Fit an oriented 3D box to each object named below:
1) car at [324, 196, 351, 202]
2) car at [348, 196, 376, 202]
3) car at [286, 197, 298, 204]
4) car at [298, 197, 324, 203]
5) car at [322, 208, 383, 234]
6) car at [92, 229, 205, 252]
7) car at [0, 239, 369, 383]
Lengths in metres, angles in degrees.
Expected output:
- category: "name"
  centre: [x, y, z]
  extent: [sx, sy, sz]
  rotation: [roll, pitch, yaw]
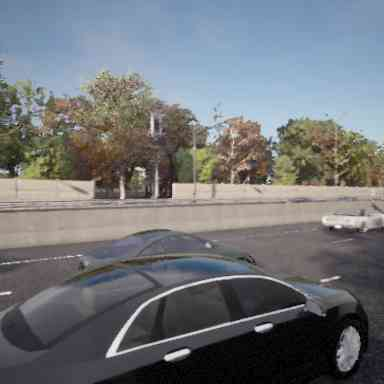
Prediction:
- category: "car"
  centre: [20.207, 1.345, 44.162]
  extent: [4.553, 1.767, 2.097]
  rotation: [0, 0, -35]
- category: "car"
  centre: [21.585, 1.557, 40.854]
  extent: [4.181, 1.385, 1.994]
  rotation: [0, 0, -35]
- category: "car"
  centre: [16.114, 1.486, 49.834]
  extent: [4.902, 1.511, 2.128]
  rotation: [0, 0, -35]
- category: "car"
  centre: [17.375, 1.594, 46.444]
  extent: [4.718, 1.301, 1.895]
  rotation: [0, 0, -35]
- category: "car"
  centre: [9.715, 1.588, 19.273]
  extent: [4.718, 1.301, 1.895]
  rotation: [0, 0, -36]
- category: "car"
  centre: [-0.441, 1.561, 7.729]
  extent: [4.181, 1.385, 1.994]
  rotation: [0, 0, -36]
- category: "car"
  centre: [0.149, 1.503, 3.859]
  extent: [4.892, 1.490, 1.837]
  rotation: [0, 0, -35]
